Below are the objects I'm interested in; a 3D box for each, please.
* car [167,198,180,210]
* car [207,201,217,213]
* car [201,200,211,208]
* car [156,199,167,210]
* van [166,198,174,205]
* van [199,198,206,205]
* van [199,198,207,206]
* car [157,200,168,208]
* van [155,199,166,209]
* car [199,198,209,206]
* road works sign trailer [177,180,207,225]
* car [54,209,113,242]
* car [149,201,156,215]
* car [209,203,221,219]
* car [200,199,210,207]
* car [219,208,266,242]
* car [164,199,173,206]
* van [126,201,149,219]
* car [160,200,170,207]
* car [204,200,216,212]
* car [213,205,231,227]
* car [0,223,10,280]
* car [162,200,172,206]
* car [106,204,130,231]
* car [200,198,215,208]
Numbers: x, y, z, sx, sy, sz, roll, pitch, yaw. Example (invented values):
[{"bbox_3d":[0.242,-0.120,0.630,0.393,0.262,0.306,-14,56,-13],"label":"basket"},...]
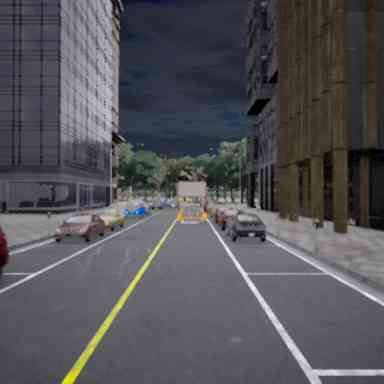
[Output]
[{"bbox_3d":[-3.070,2.227,56.911,2.128,1.511,4.902,0,-1,0],"label":"car"},{"bbox_3d":[2.758,1.964,34.109,1.752,1.417,4.829,0,-1,0],"label":"car"},{"bbox_3d":[2.754,2.409,66.562,1.887,1.381,4.507,0,-1,0],"label":"car"},{"bbox_3d":[-5.770,2.286,55.686,1.947,1.339,4.313,0,-1,0],"label":"car"},{"bbox_3d":[-5.774,2.497,88.312,1.690,1.788,3.998,0,-1,0],"label":"van"},{"bbox_3d":[2.751,2.497,88.313,1.690,1.788,3.998,0,-1,0],"label":"van"},{"bbox_3d":[2.752,2.424,82.876,1.690,1.788,3.998,0,-1,0],"label":"van"},{"bbox_3d":[-5.771,2.387,66.391,1.752,1.417,4.829,0,-1,0],"label":"car"},{"bbox_3d":[-5.771,2.133,61.126,1.690,1.788,3.998,0,-1,0],"label":"van"},{"bbox_3d":[2.752,2.324,77.439,2.192,1.841,5.009,0,-1,0],"label":"car"},{"bbox_3d":[-0.003,0.814,27.221,2.380,3.560,2.880,0,-1,0],"label":"road works sign trailer"},{"bbox_3d":[-5.765,1.808,17.626,1.802,1.307,4.206,0,-1,0],"label":"car"},{"bbox_3d":[-5.768,2.057,39.375,2.008,1.369,4.403,0,-1,0],"label":"car"},{"bbox_3d":[2.759,1.911,28.502,1.887,1.381,4.507,0,-1,0],"label":"car"},{"bbox_3d":[2.753,2.377,72.000,1.967,1.590,4.097,0,-1,0],"label":"car"},{"bbox_3d":[2.760,1.777,17.628,2.008,1.369,4.403,0,-1,0],"label":"car"},{"bbox_3d":[-5.773,2.523,82.873,1.967,1.590,4.097,0,-1,0],"label":"car"},{"bbox_3d":[-5.768,1.777,33.941,1.690,1.788,3.998,0,-1,0],"label":"van"},{"bbox_3d":[-5.772,2.502,71.998,1.947,1.339,4.313,0,-1,0],"label":"car"},{"bbox_3d":[2.757,2.105,44.984,1.752,1.417,4.829,0,-1,0],"label":"car"},{"bbox_3d":[2.759,1.841,23.065,1.887,1.381,4.507,0,-1,0],"label":"car"},{"bbox_3d":[-5.764,1.402,6.756,2.192,1.841,5.009,0,-1,0],"label":"car"},{"bbox_3d":[-5.773,2.532,77.266,1.752,1.417,4.829,0,-1,0],"label":"car"},{"bbox_3d":[-5.766,1.819,22.895,1.752,1.417,4.829,0,-1,0],"label":"car"},{"bbox_3d":[2.756,1.963,50.253,2.192,1.841,5.009,0,-1,0],"label":"car"}]
